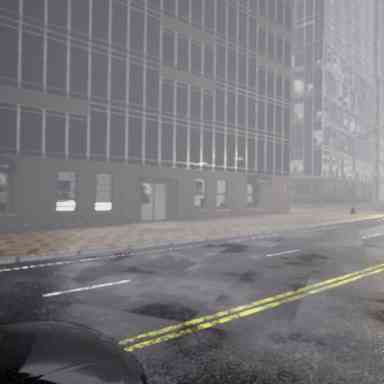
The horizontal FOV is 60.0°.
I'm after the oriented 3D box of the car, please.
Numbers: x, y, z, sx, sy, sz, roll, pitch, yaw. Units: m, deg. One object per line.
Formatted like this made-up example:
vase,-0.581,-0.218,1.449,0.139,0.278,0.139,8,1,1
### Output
car,-2.552,1.499,1.689,4.902,1.511,2.128,0,0,-35
